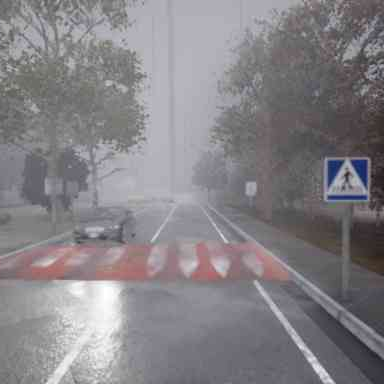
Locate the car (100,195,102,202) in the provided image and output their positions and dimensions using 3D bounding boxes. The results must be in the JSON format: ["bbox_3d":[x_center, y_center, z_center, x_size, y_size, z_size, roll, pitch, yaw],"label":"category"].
[{"bbox_3d":[-24.219,1.539,77.160,4.892,1.521,2.231,0,-2,-1],"label":"car"}]

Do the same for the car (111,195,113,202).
[{"bbox_3d":[-24.335,1.831,88.237,5.008,1.535,2.097,0,-2,-1],"label":"car"}]

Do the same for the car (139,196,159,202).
[{"bbox_3d":[-11.264,1.812,88.186,5.008,1.535,2.097,0,-2,-1],"label":"car"}]

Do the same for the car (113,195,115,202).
[{"bbox_3d":[-24.363,1.906,91.006,4.892,1.521,2.231,0,-2,-1],"label":"car"}]

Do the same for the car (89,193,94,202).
[{"bbox_3d":[-24.196,1.148,71.631,5.566,2.045,2.435,0,-1,-1],"label":"car"}]

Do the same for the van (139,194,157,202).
[{"bbox_3d":[-11.347,1.513,85.415,4.442,1.987,1.878,0,-2,-1],"label":"van"}]

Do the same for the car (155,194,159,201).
[{"bbox_3d":[-11.116,1.267,77.093,5.566,2.045,2.435,0,-2,-1],"label":"car"}]

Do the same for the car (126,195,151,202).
[{"bbox_3d":[-11.063,1.325,68.768,4.892,1.521,2.231,0,-1,-1],"label":"car"}]

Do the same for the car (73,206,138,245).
[{"bbox_3d":[-3.485,1.358,14.177,2.128,1.511,4.902,-1,-2,-1],"label":"car"}]

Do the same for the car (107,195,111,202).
[{"bbox_3d":[-24.305,1.754,85.342,5.008,1.535,2.097,0,-2,-1],"label":"car"}]

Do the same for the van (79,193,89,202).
[{"bbox_3d":[-24.256,1.114,68.739,4.442,1.987,1.878,0,-1,-1],"label":"van"}]

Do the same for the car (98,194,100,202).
[{"bbox_3d":[-24.011,1.463,74.395,5.366,1.575,1.946,0,-1,-1],"label":"car"}]

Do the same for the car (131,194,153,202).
[{"bbox_3d":[-11.147,1.322,74.318,4.553,1.767,2.185,0,-2,-1],"label":"car"}]

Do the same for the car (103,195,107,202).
[{"bbox_3d":[-24.251,1.559,82.701,4.553,1.767,2.185,0,-2,-1],"label":"car"}]

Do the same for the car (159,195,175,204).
[{"bbox_3d":[-3.886,1.214,55.354,1.812,1.442,4.674,0,0,0],"label":"car"}]

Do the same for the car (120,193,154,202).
[{"bbox_3d":[-10.843,1.271,66.002,5.366,1.575,1.946,0,-1,-1],"label":"car"}]
